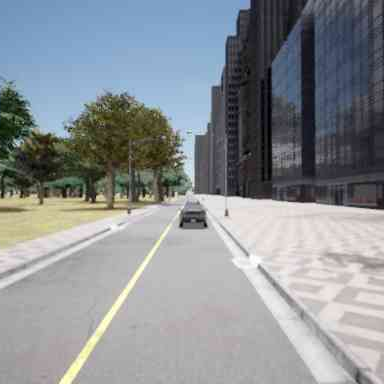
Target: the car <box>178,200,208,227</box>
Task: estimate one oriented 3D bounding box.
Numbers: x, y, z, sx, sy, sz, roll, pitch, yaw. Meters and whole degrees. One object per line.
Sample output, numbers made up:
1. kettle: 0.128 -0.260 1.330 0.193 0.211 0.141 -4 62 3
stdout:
1. car: 0.089 1.588 23.782 1.837 1.490 4.892 0 0 0
